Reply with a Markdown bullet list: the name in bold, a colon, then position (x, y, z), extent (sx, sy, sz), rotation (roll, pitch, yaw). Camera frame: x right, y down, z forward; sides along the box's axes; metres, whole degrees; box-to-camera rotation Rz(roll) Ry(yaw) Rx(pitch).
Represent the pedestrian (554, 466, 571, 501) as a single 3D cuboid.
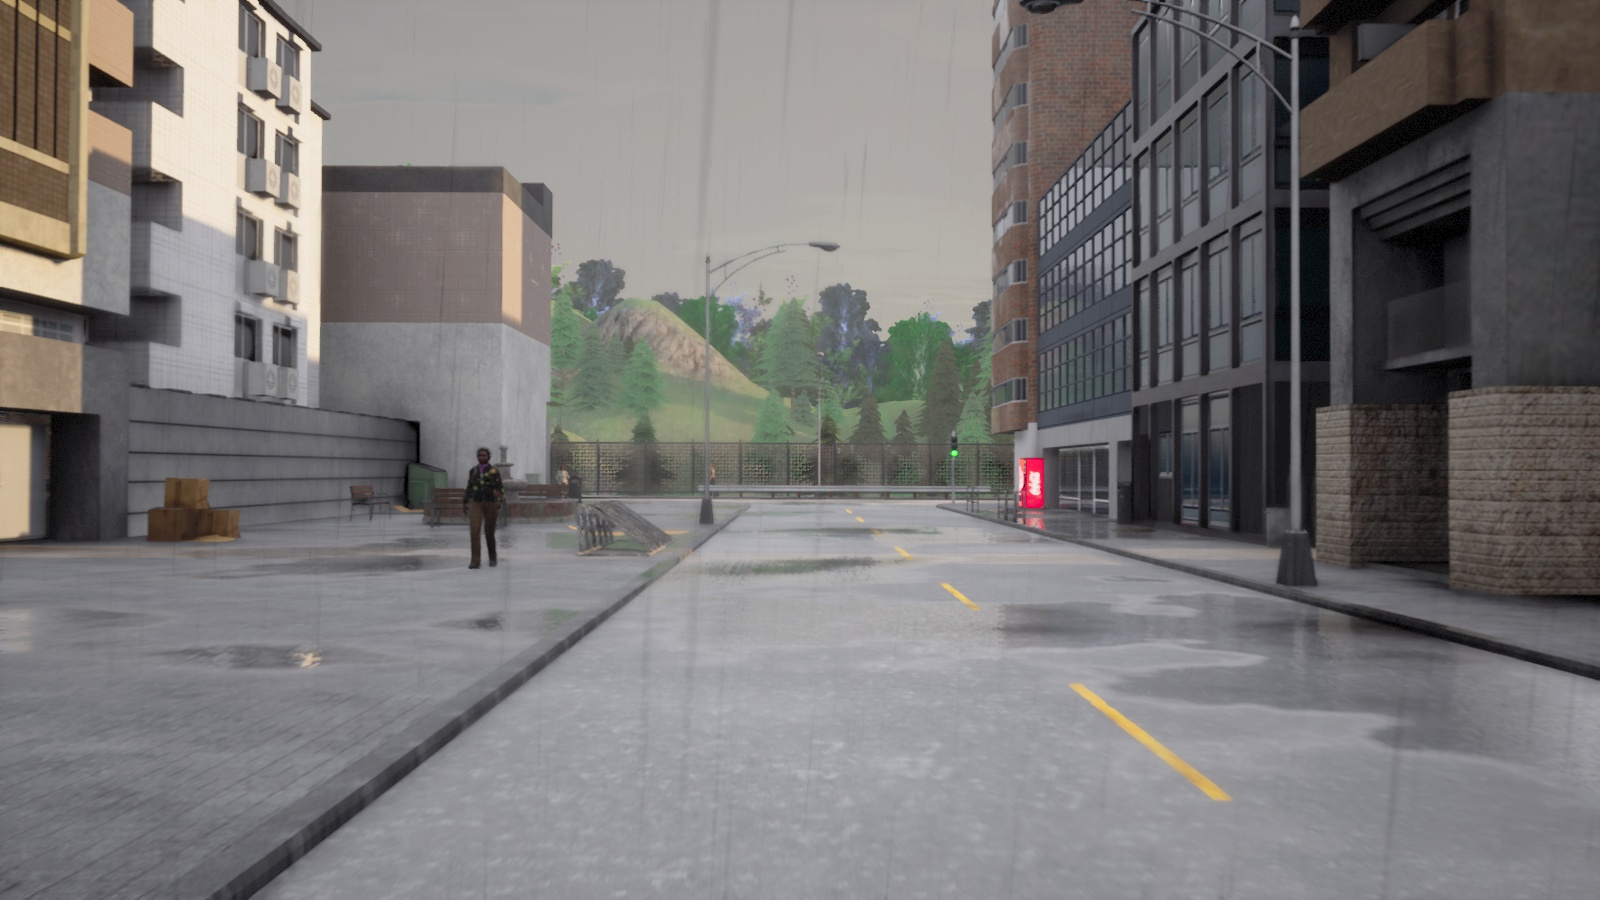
- **pedestrian**: position (-12.736, 1.793, 67.347), extent (0.874, 1.855, 0.900), rotation (0, -1, -15)
